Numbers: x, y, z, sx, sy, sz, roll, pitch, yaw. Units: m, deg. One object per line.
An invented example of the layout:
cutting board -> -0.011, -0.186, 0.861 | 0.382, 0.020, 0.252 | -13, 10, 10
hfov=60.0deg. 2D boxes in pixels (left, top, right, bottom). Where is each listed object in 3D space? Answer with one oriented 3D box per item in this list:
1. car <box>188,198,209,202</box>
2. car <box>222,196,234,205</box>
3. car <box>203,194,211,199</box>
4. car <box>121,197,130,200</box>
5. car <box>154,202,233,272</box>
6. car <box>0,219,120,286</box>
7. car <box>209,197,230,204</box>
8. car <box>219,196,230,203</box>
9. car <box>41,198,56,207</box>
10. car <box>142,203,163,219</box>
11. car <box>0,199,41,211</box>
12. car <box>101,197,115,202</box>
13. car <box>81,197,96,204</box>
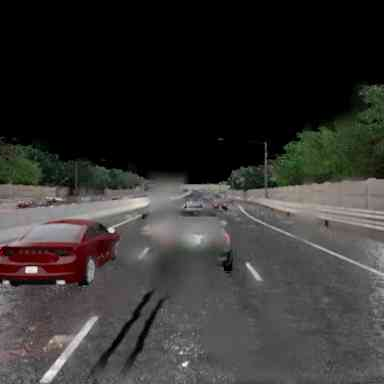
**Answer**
car -> 0.169, 1.583, 29.724 | 2.128, 1.511, 4.902 | 0, 0, 0
car -> 7.315, 1.724, 66.900 | 2.128, 1.511, 4.902 | 0, 0, 2
car -> 4.054, 1.773, 77.501 | 1.882, 1.535, 5.008 | 0, 0, 1
car -> -13.582, 1.761, 67.939 | 1.812, 1.442, 4.674 | 0, 0, 1
car -> 0.107, 1.386, 11.094 | 2.097, 1.767, 4.553 | 0, 0, 0
car -> -3.396, 1.506, 9.512 | 1.882, 1.535, 5.008 | 0, 0, 0
car -> 3.665, 1.713, 44.896 | 1.895, 1.301, 4.718 | 0, 0, 1
car -> 7.555, 1.708, 77.595 | 1.994, 1.385, 4.181 | 0, 0, 1
car -> -23.618, 1.665, 53.866 | 2.128, 1.511, 4.902 | 0, 0, -2
car -> -3.326, 1.657, 30.472 | 1.994, 1.385, 4.181 | 0, 0, 0
car -> -14.046, 1.556, 25.900 | 1.882, 1.535, 5.008 | 0, 0, 0
car -> -17.082, 1.790, 67.989 | 1.994, 1.385, 4.181 | 0, 0, 1
car -> -20.603, 1.745, 66.366 | 1.812, 1.442, 4.674 | 0, 0, 1
